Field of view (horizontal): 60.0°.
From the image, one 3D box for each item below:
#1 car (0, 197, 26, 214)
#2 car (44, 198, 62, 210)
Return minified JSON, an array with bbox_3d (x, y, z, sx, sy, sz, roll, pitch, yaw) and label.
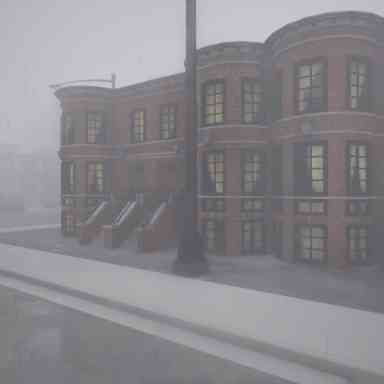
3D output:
[{"bbox_3d":[-19.492,1.352,33.798,2.097,1.767,4.553,0,0,35],"label":"car"},{"bbox_3d":[-16.830,1.476,43.552,1.882,1.535,5.008,0,0,35],"label":"car"}]
